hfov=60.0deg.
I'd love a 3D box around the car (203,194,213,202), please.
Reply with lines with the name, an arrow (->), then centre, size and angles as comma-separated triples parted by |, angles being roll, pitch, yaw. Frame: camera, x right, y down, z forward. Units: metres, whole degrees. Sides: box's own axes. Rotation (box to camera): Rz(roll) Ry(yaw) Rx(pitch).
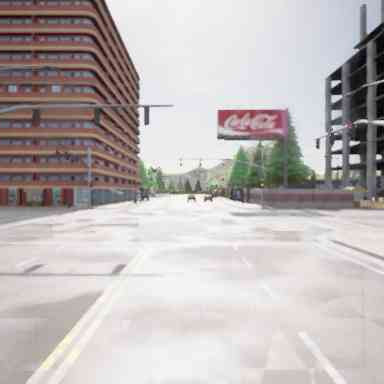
car -> 3.443, 1.253, 70.750 | 2.128, 1.511, 4.902 | 0, 0, 0

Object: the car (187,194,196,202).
car -> -0.057, 1.252, 70.746 | 1.812, 1.442, 4.674 | 0, 0, 0
